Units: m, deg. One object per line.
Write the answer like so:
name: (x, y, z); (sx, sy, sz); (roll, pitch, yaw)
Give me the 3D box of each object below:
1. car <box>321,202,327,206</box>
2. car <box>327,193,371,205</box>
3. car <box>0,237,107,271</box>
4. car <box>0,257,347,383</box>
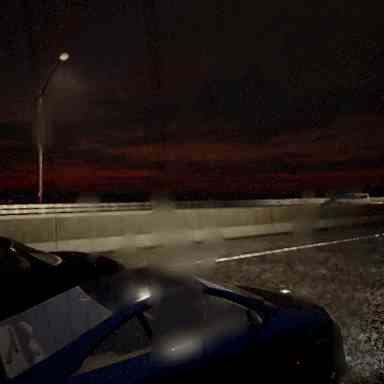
car: (18.661, 1.501, 43.088); (4.674, 1.442, 1.812); (0, 0, -36)
car: (18.662, 1.198, 38.801); (5.566, 2.045, 2.150); (0, 0, -35)
car: (-3.529, 1.477, 5.529); (5.008, 1.535, 1.882); (0, 0, -36)
car: (-0.205, 1.563, 3.601); (4.181, 1.385, 1.994); (0, 0, -36)
